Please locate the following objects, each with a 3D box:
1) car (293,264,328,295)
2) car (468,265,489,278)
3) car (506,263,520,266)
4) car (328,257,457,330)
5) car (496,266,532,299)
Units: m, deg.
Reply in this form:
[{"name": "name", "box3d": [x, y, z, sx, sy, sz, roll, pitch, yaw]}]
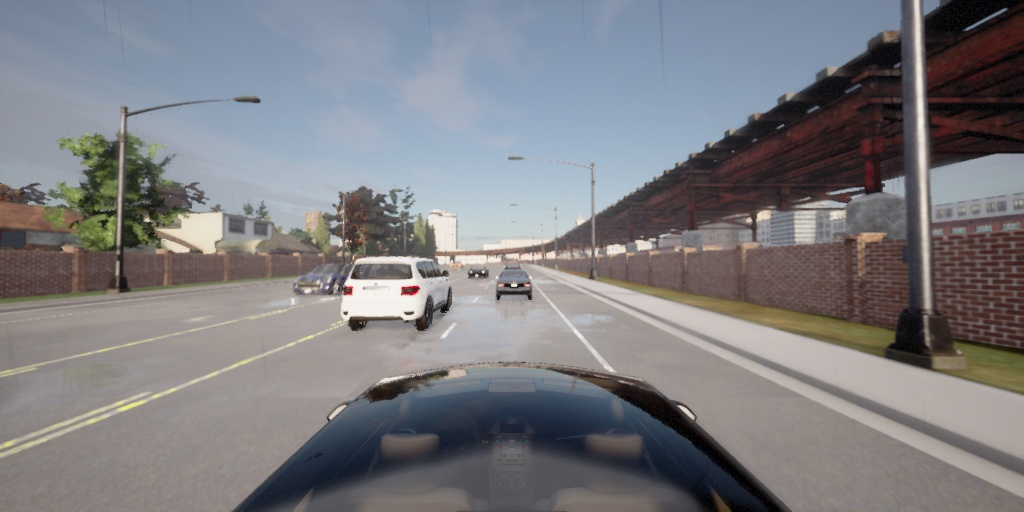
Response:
[{"name": "car", "box3d": [-10.601, 1.259, 20.915, 2.097, 1.767, 4.553, 0, 0, 0]}, {"name": "car", "box3d": [-3.401, 1.625, 37.232, 1.895, 1.301, 4.718, 0, 0, 0]}, {"name": "car", "box3d": [0.099, 1.508, 38.146, 1.882, 1.535, 5.008, 0, 0, 0]}, {"name": "car", "box3d": [-3.402, 1.061, 11.640, 2.150, 2.045, 5.566, 0, 0, 0]}, {"name": "car", "box3d": [0.099, 1.441, 19.183, 2.033, 1.411, 5.357, 0, 0, 0]}]
